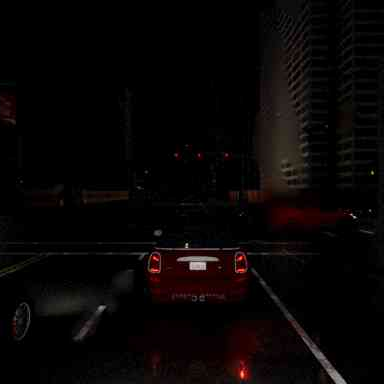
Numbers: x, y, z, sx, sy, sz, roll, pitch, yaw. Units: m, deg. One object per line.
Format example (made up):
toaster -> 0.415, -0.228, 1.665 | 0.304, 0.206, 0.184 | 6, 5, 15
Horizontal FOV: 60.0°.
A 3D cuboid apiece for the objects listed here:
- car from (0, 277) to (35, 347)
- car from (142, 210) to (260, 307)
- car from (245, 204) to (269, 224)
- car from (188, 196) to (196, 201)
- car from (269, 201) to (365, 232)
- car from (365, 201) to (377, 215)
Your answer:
car -> -3.396, 1.526, 3.350 | 1.812, 1.442, 4.674 | 0, 0, 0
car -> 0.105, 1.352, 8.125 | 2.097, 1.767, 4.553 | 0, 0, 0
car -> 5.342, 1.564, 22.927 | 4.181, 1.385, 1.994 | 0, 0, 0
car -> 0.057, 1.595, 83.474 | 1.895, 1.301, 4.718 | 0, 0, 0
car -> 7.151, 1.350, 19.435 | 4.553, 1.767, 2.097 | 0, 0, 0
car -> 16.291, 1.547, 30.177 | 5.357, 1.411, 2.033 | 0, 0, 0
